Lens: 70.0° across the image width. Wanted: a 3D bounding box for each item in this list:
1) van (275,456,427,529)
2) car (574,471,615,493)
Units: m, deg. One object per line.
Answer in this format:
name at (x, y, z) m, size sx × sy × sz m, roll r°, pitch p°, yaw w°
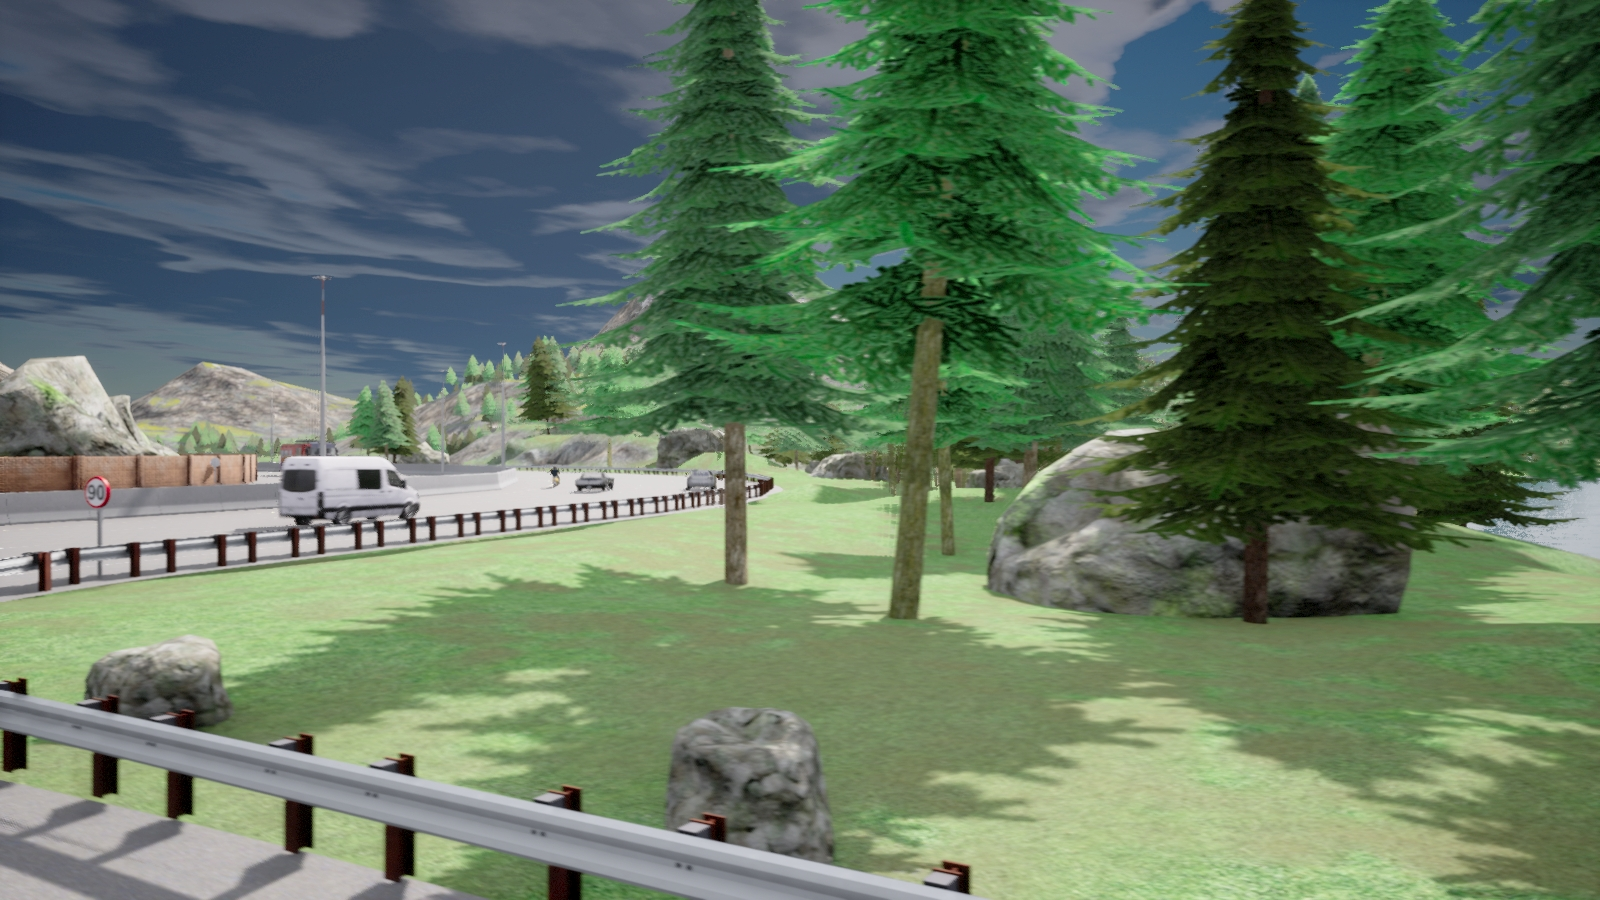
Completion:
van at (-16.963, 1.527, 43.562) m, size 1.988 × 2.561 × 5.915 m, roll 0°, pitch 0°, yaw 19°
car at (-13.815, 2.143, 77.137) m, size 1.895 × 1.301 × 4.718 m, roll 0°, pitch 0°, yaw 1°
